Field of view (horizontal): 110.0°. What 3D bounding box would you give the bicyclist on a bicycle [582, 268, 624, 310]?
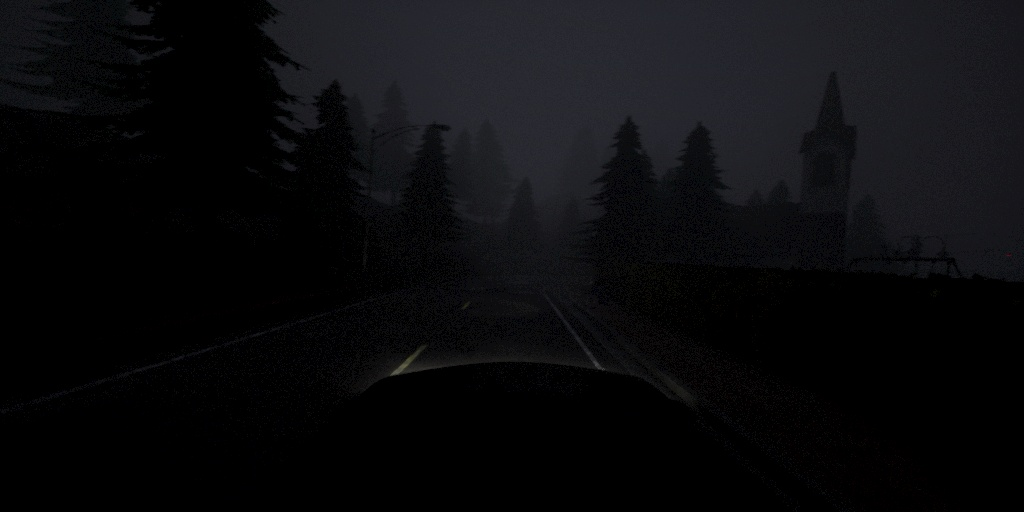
[{"bbox_3d":[3.608,1.299,14.031,1.656,1.620,0.582,5,0,1],"label":"bicyclist on a bicycle"}]
